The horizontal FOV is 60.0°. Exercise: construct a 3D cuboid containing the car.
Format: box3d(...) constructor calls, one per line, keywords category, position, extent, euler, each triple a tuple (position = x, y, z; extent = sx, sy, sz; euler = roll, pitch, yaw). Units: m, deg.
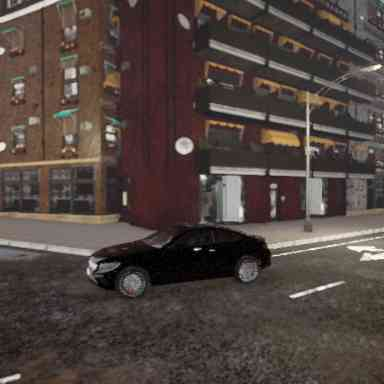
box3d(category="car", position=(-0.171, 1.525, 8.364), extent=(4.674, 1.442, 1.812), euler=(0, 0, -24))
